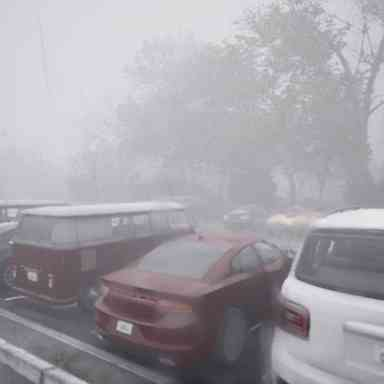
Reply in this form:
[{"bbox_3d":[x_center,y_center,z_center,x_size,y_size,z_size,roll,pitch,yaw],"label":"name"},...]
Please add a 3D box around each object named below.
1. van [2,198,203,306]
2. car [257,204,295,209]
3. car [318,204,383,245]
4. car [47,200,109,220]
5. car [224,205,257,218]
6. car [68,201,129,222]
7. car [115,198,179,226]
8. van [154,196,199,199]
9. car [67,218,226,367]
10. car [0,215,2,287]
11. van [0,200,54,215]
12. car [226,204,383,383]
[{"bbox_3d":[-1.598,1.254,7.734,1.878,1.987,4.442,0,0,35],"label":"van"},{"bbox_3d":[5.728,1.477,18.204,1.946,1.575,5.366,0,0,35],"label":"car"},{"bbox_3d":[8.103,1.474,16.735,2.097,1.535,5.008,0,0,35],"label":"car"},{"bbox_3d":[-10.034,1.548,29.673,2.097,1.535,5.008,-1,0,36],"label":"car"},{"bbox_3d":[3.565,1.526,19.968,2.002,1.452,4.674,0,0,35],"label":"car"},{"bbox_3d":[-7.768,1.572,28.051,2.002,1.452,4.674,0,0,36],"label":"car"},{"bbox_3d":[-3.255,1.381,24.791,2.185,1.767,4.553,0,0,35],"label":"car"},{"bbox_3d":[-0.905,1.272,23.297,1.878,1.987,4.442,0,0,35],"label":"van"},{"bbox_3d":[0.616,1.473,6.009,2.097,1.535,5.008,0,0,35],"label":"car"},{"bbox_3d":[-3.952,1.487,9.259,2.231,1.521,4.892,0,0,35],"label":"car"},{"bbox_3d":[-6.300,1.266,10.796,1.878,1.987,4.442,0,0,35],"label":"van"},{"bbox_3d":[2.920,1.216,4.412,2.435,2.045,5.566,0,0,35],"label":"car"}]
